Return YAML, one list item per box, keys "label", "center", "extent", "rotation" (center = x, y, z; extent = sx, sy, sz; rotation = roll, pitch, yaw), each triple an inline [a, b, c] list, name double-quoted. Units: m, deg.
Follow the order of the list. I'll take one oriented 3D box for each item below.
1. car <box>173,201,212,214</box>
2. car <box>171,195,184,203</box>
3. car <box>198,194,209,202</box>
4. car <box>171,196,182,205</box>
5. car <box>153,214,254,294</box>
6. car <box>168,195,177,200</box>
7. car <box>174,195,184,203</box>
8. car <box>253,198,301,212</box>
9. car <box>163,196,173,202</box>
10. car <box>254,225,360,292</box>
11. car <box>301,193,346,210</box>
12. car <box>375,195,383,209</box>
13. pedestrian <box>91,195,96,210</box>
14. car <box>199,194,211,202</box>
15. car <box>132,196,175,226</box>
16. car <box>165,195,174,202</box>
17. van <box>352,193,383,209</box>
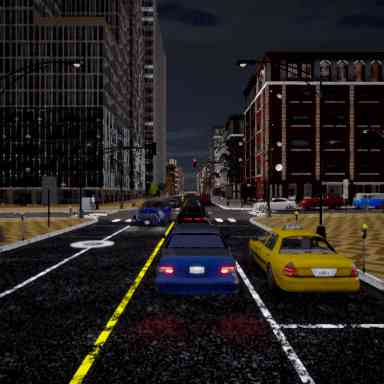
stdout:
- label: "car"
  center: [0.086, 1.505, 18.654]
  extent: [1.837, 1.490, 4.892]
  rotation: [0, 0, 0]
- label: "car"
  center: [-2.837, 1.494, 51.254]
  extent: [2.128, 1.511, 4.902]
  rotation: [0, 0, 0]
- label: "car"
  center: [2.573, 1.320, 74.597]
  extent: [2.192, 1.841, 5.009]
  rotation: [0, 0, 0]
- label: "car"
  center: [-2.810, 1.529, 60.881]
  extent: [1.812, 1.442, 4.674]
  rotation: [0, 0, 0]
- label: "car"
  center: [0.098, 1.547, 8.913]
  extent: [2.033, 1.411, 5.357]
  rotation: [0, 0, 0]
- label: "car"
  center: [-5.305, 1.558, 91.376]
  extent: [2.008, 1.369, 4.403]
  rotation: [0, 0, 0]
- label: "car"
  center: [-2.741, 1.482, 71.367]
  extent: [1.882, 1.535, 5.008]
  rotation: [0, 0, 0]
- label: "car"
  center: [9.055, 1.390, 36.438]
  extent: [4.674, 1.442, 1.812]
  rotation: [-1, 0, -1]
- label: "car"
  center: [-5.307, 1.556, 74.597]
  extent: [2.008, 1.369, 4.403]
  rotation: [0, 0, 0]
- label: "car"
  center: [2.565, 1.525, 8.764]
  extent: [1.752, 1.417, 4.829]
  rotation: [0, 0, 0]
- label: "car"
  center: [15.318, 1.095, 38.953]
  extent: [5.009, 1.841, 2.192]
  rotation: [-1, 1, -1]
- label: "car"
  center: [23.109, 1.252, 36.579]
  extent: [4.181, 1.385, 1.994]
  rotation: [-1, 0, -1]
- label: "pedestrian"
  center: [-12.343, 1.270, 41.603]
  extent: [0.375, 1.860, 0.375]
  rotation: [0, 1, -1]
- label: "car"
  center: [2.571, 1.318, 63.411]
  extent: [2.192, 1.841, 5.009]
  rotation: [0, 0, 0]
- label: "car"
  center: [-2.686, 1.352, 23.288]
  extent: [2.097, 1.767, 4.553]
  rotation: [0, 0, 4]
- label: "car"
  center: [-5.307, 1.550, 80.190]
  extent: [1.887, 1.381, 4.507]
  rotation: [0, 0, 0]
- label: "van"
  center: [20.974, 1.050, 39.012]
  extent: [3.998, 1.788, 1.690]
  rotation: [-1, 1, -1]
